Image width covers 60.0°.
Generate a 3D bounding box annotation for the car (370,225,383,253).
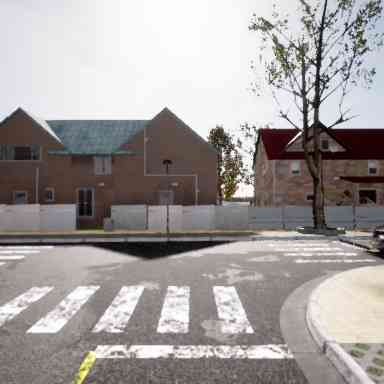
[{"bbox_3d":[8.268,1.444,10.986,4.181,1.385,1.994,-1,-1,0],"label":"car"}]
